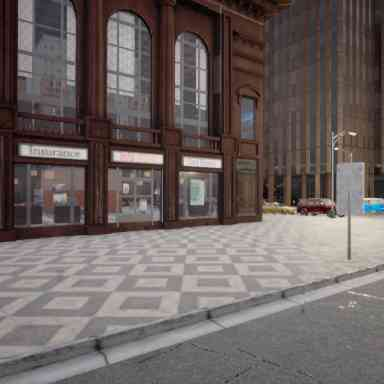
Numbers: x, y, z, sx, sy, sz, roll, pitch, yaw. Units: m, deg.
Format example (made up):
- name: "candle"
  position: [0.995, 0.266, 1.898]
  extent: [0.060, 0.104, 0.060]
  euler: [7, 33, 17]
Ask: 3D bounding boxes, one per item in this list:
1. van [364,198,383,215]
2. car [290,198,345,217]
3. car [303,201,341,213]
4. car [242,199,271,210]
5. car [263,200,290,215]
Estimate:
- name: "van"
  position: [19.635, 1.588, 37.581]
  extent: [1.690, 1.788, 3.998]
  euler: [-1, 0, -35]
- name: "car"
  position: [12.672, 1.522, 32.661]
  extent: [2.192, 1.841, 5.009]
  euler: [0, 0, -35]
- name: "car"
  position: [16.397, 1.897, 42.176]
  extent: [1.802, 1.307, 4.206]
  euler: [-1, 0, -35]
- name: "car"
  position: [9.913, 1.891, 51.369]
  extent: [1.967, 1.590, 4.097]
  euler: [-1, 0, -35]
- name: "car"
  position: [9.532, 1.798, 37.118]
  extent: [1.752, 1.417, 4.829]
  euler: [0, 0, -35]
